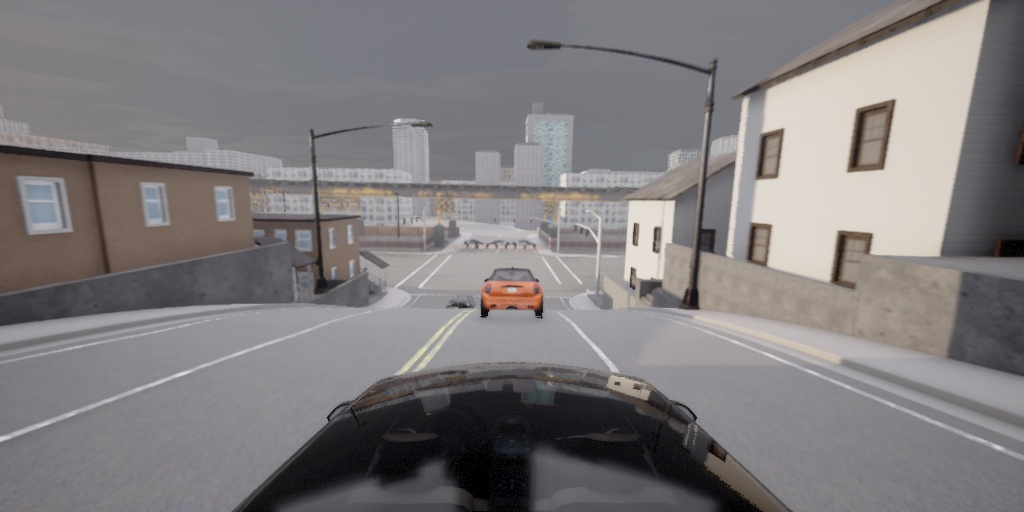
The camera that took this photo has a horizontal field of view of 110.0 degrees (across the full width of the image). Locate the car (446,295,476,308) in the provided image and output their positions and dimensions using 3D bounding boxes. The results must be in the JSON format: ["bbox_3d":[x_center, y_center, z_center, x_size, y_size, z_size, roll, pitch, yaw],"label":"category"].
[{"bbox_3d":[-3.743,3.664,27.425,2.033,1.411,5.357,1,-9,-1],"label":"car"}]

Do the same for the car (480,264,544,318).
[{"bbox_3d":[-0.008,1.277,13.660,2.097,1.767,4.553,1,-4,0],"label":"car"}]
